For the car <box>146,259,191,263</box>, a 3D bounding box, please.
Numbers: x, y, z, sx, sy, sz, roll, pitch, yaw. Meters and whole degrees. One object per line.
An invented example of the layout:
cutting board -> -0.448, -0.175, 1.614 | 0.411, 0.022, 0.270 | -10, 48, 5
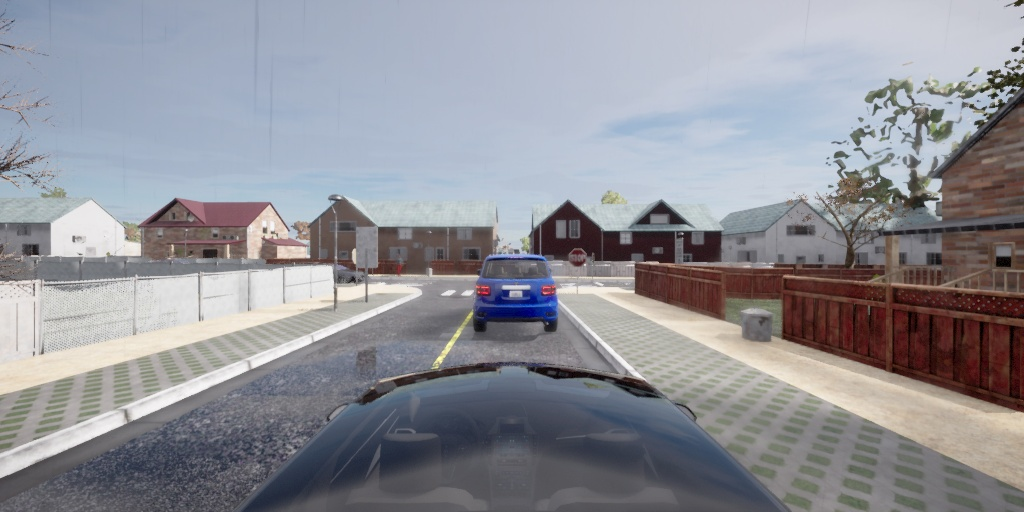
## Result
car -> -22.988, 1.025, 24.356 | 4.902, 1.511, 2.128 | 1, 0, 1

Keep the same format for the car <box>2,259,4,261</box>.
car -> -36.206, 0.886, 24.628 | 4.902, 1.511, 2.128 | 1, 0, 1

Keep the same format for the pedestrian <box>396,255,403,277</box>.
pedestrian -> -9.425, 0.803, 29.950 | 0.375, 1.860, 0.375 | 0, 0, 1

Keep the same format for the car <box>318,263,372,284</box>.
car -> -12.301, 1.189, 24.032 | 5.357, 1.411, 2.033 | 1, 0, 5

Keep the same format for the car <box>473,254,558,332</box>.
car -> 0.080, 0.971, 10.972 | 2.150, 2.045, 5.566 | 0, 0, 0
